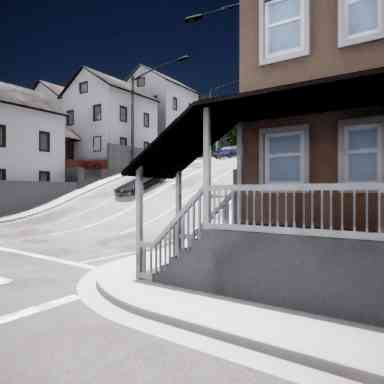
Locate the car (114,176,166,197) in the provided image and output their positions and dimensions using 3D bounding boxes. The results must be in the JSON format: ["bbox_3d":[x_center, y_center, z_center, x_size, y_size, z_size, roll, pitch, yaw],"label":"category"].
[{"bbox_3d":[-4.031,-0.743,26.332,1.895,1.301,4.718,0,21,35],"label":"car"}]

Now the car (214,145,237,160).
[{"bbox_3d":[4.275,-4.611,38.298,1.812,1.442,4.674,0,8,36],"label":"car"}]
